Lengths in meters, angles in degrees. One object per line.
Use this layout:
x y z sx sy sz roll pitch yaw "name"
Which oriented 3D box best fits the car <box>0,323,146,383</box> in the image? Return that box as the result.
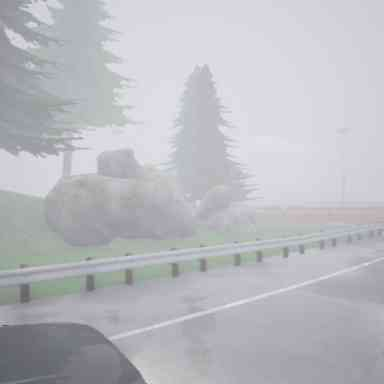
-2.848 1.546 1.788 5.357 1.411 2.033 0 0 -35 "car"
